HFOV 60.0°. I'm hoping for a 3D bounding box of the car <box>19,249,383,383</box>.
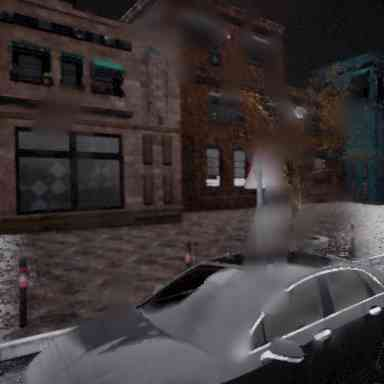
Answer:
[{"bbox_3d":[0.737,1.517,3.782,4.892,1.490,1.837,0,0,-35],"label":"car"}]
